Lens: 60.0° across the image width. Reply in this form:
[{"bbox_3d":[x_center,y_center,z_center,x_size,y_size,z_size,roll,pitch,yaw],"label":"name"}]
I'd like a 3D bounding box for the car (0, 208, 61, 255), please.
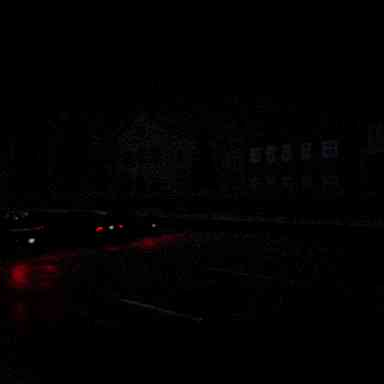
[{"bbox_3d":[-7.971,1.627,13.864,4.902,1.511,2.128,-1,0,36],"label":"car"}]

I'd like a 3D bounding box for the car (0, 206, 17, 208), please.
[{"bbox_3d":[-15.963,1.874,28.162,4.718,1.301,1.895,-1,0,36],"label":"car"}]

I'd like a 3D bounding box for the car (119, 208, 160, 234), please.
[{"bbox_3d":[-3.963,1.661,19.604,4.674,1.442,1.812,0,0,36],"label":"car"}]

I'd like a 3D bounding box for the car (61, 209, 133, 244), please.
[{"bbox_3d":[-5.691,1.679,16.532,5.357,1.411,2.033,-1,0,36],"label":"car"}]
